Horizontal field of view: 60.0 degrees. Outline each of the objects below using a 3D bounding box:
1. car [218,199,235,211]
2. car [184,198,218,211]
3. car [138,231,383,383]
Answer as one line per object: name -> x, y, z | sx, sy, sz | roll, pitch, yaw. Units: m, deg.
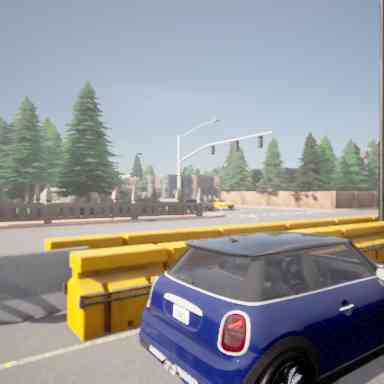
car -> 3.558, 1.634, 44.369 | 1.882, 1.535, 5.008 | 0, 0, -35
car -> 0.774, 1.642, 42.245 | 1.837, 1.490, 4.892 | 0, 0, -35
car -> 1.613, 1.373, 4.879 | 4.553, 1.767, 2.097 | 0, 0, -35
